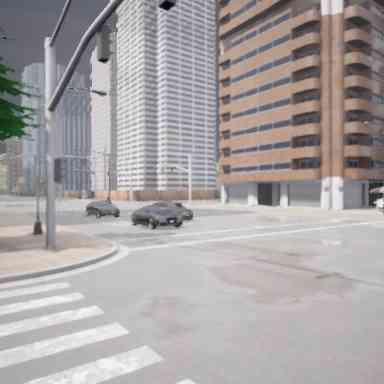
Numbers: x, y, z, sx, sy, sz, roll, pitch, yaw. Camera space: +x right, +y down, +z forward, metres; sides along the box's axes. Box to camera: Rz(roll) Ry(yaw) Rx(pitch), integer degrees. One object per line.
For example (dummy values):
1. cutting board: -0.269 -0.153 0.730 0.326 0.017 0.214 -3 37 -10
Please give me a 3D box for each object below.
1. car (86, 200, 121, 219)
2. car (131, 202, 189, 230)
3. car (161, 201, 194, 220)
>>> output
1. car: -7.979 1.514 29.556 1.837 1.490 4.892 0 0 -35
2. car: -2.331 1.573 21.571 1.994 1.385 4.181 0 0 -35
3. car: -1.725 1.498 26.772 1.837 1.490 4.892 0 0 -35
